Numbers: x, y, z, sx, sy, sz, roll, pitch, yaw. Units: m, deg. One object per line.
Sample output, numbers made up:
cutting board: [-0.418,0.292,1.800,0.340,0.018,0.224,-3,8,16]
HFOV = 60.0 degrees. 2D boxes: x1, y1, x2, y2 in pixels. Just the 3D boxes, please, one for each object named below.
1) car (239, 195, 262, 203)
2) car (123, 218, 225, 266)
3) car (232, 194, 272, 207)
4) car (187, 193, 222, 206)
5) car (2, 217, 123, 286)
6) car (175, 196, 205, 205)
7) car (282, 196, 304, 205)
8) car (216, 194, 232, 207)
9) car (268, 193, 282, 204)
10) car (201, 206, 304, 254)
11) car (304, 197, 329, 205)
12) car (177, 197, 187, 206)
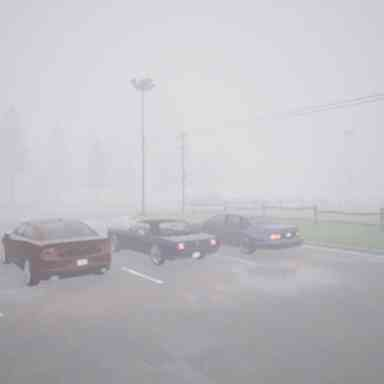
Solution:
car: [11.861,1.437,67.178,4.892,1.490,1.837,0,0,-38]
car: [-1.259,1.588,11.679,1.895,1.301,4.718,0,0,-39]
car: [8.465,1.431,46.661,5.008,1.535,1.882,0,0,-39]
car: [2.447,1.168,50.812,5.566,2.045,2.150,0,0,-39]
car: [-4.082,1.466,9.601,1.882,1.535,5.008,0,0,-39]
car: [-0.293,1.417,57.570,5.008,1.535,1.882,0,0,-38]
car: [18.775,1.470,59.337,4.674,1.442,1.812,0,0,-38]
car: [6.421,1.454,49.507,4.892,1.490,1.837,0,0,-39]
car: [16.432,1.418,61.924,5.008,1.535,1.882,0,0,-38]
car: [1.770,1.534,13.498,2.033,1.411,5.357,0,0,-39]
car: [21.695,1.513,57.193,4.181,1.385,1.994,0,0,-38]
car: [0.478,1.421,53.716,5.008,1.535,1.882,0,0,-39]
